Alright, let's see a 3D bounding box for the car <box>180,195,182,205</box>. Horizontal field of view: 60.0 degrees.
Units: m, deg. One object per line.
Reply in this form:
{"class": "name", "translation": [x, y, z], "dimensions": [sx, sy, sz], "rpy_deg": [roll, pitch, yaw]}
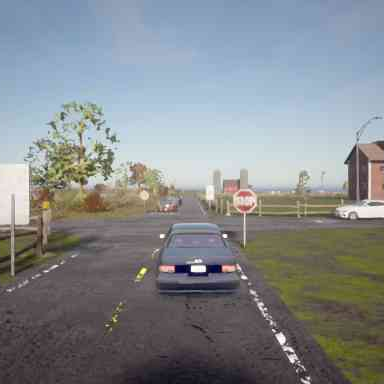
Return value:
{"class": "car", "translation": [-2.882, 1.522, 48.847], "dimensions": [1.812, 1.442, 4.674], "rpy_deg": [0, 0, 1]}

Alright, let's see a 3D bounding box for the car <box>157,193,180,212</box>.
{"class": "car", "translation": [-2.881, 1.349, 38.797], "dimensions": [2.097, 1.767, 4.553], "rpy_deg": [0, 0, 0]}

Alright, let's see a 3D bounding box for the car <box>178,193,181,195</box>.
{"class": "car", "translation": [-2.880, 1.217, 59.147], "dimensions": [2.150, 2.045, 5.566], "rpy_deg": [0, 0, 0]}

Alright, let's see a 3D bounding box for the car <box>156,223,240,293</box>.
{"class": "car", "translation": [0.065, 1.546, 8.998], "dimensions": [2.033, 1.411, 5.357], "rpy_deg": [0, 0, -1]}

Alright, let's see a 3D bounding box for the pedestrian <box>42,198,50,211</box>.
{"class": "pedestrian", "translation": [-12.183, 1.412, 27.744], "dimensions": [0.375, 1.860, 0.375], "rpy_deg": [0, 1, 0]}

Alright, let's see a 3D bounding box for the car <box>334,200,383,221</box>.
{"class": "car", "translation": [12.964, 1.306, 24.514], "dimensions": [4.674, 1.442, 1.812], "rpy_deg": [-1, 0, -1]}
